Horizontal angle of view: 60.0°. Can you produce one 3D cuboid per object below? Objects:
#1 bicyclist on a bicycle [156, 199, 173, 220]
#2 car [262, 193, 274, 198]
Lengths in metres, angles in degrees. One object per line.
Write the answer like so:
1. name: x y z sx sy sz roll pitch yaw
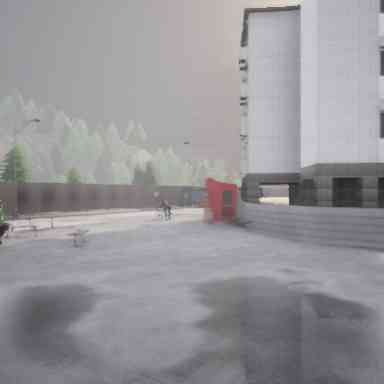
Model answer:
1. bicyclist on a bicycle: -2.122 1.354 25.638 1.656 1.620 0.582 0 0 35
2. car: 11.309 1.228 51.718 2.150 2.045 5.566 0 0 36
